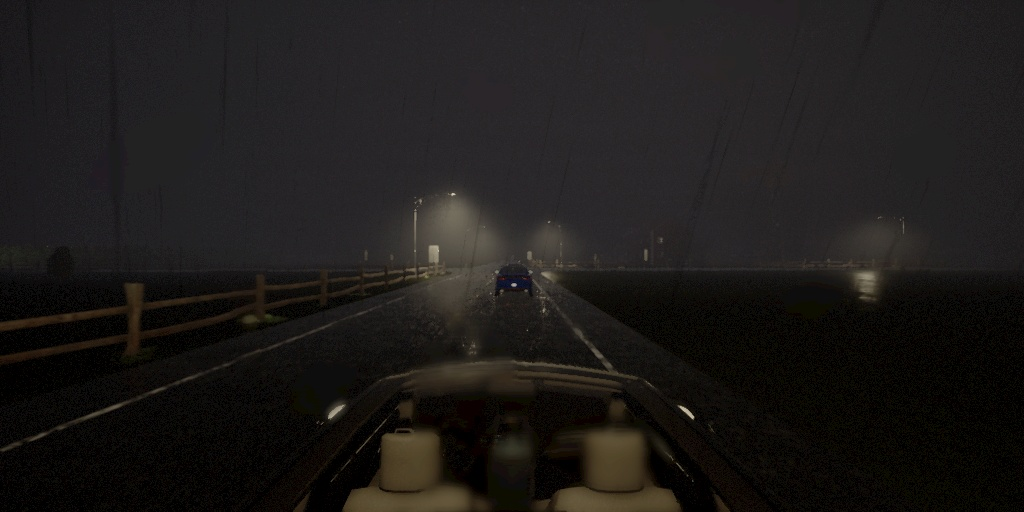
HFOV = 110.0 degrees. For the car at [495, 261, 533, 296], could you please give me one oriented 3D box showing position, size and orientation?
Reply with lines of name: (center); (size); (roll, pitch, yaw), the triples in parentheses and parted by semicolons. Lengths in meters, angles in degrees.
car: (0.099, 1.228, 19.496); (1.882, 1.535, 5.008); (0, 0, 0)
